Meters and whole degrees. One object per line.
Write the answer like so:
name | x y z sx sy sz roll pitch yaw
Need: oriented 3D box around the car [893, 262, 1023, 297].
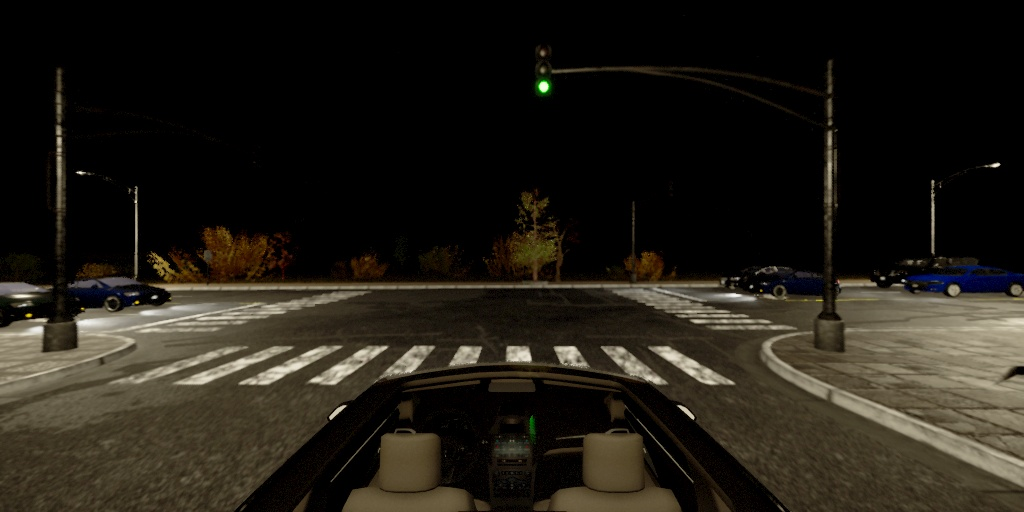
car | 23.474 1.264 18.648 5.008 1.535 1.882 0 0 0

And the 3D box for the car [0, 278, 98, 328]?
car | -17.518 1.613 12.275 4.181 1.385 1.994 0 0 0

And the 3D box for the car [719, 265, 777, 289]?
car | 15.378 1.328 21.964 4.902 1.511 2.128 0 0 0

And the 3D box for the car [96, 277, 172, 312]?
car | -17.461 1.614 15.520 4.181 1.385 1.994 0 0 0

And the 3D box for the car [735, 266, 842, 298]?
car | 14.496 1.406 18.721 4.181 1.385 1.994 0 0 0

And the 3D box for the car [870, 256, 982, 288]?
car | 25.404 0.997 21.883 5.566 2.045 2.150 0 0 1
